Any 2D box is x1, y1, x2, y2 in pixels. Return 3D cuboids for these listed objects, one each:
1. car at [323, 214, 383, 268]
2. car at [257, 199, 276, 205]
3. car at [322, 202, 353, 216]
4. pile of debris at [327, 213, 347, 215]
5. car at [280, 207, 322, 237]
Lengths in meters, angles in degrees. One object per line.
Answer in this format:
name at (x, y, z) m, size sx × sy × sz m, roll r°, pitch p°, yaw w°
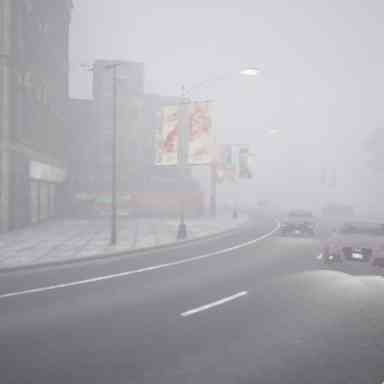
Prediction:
car at (5.855, 1.687, 11.368) m, size 1.994 × 1.385 × 4.181 m, roll 0°, pitch -1°, yaw 32°
car at (11.527, 1.667, 51.847) m, size 1.812 × 1.442 × 4.674 m, roll 0°, pitch 0°, yaw -8°
car at (16.619, 1.876, 38.321) m, size 1.882 × 1.535 × 5.008 m, roll 0°, pitch 0°, yaw -2°
pile of debris at (16.763, 2.577, 38.550) m, size 1.500 × 0.140 × 1.860 m, roll 0°, pitch 0°, yaw -3°
car at (6.531, 1.746, 19.986) m, size 2.033 × 1.411 × 5.357 m, roll 0°, pitch -1°, yaw 22°
